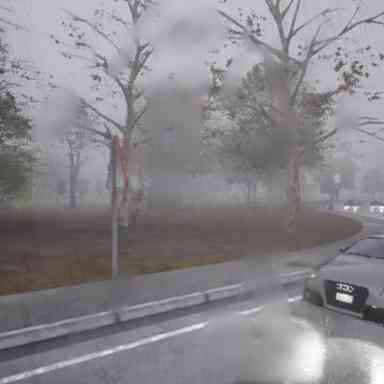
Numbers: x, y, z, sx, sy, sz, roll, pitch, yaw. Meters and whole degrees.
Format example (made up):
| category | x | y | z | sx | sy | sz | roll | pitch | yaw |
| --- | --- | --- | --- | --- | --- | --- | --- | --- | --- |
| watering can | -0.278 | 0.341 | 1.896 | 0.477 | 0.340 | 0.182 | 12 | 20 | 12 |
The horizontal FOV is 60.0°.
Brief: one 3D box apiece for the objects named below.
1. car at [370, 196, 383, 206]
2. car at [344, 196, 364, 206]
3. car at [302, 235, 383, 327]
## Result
| category | x | y | z | sx | sy | sz | roll | pitch | yaw |
| --- | --- | --- | --- | --- | --- | --- | --- | --- | --- |
| car | 26.491 | 1.276 | 46.695 | 1.994 | 1.385 | 4.181 | 0 | 1 | 43 |
| car | 23.350 | 1.303 | 47.894 | 1.994 | 1.385 | 4.181 | 0 | 1 | 40 |
| car | 4.164 | 1.625 | 6.849 | 4.181 | 1.385 | 1.994 | 1 | 0 | -37 |
